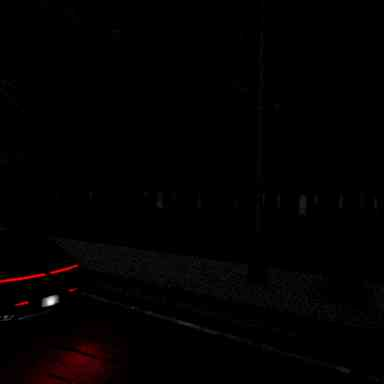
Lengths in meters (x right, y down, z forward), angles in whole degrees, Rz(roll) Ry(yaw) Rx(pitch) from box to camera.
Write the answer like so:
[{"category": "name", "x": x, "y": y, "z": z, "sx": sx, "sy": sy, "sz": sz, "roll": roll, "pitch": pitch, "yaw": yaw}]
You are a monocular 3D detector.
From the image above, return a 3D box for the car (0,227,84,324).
[{"category": "car", "x": -4.216, "y": 1.471, "z": 6.696, "sx": 4.892, "sy": 1.490, "sz": 1.837, "roll": 0, "pitch": 0, "yaw": 35}]
